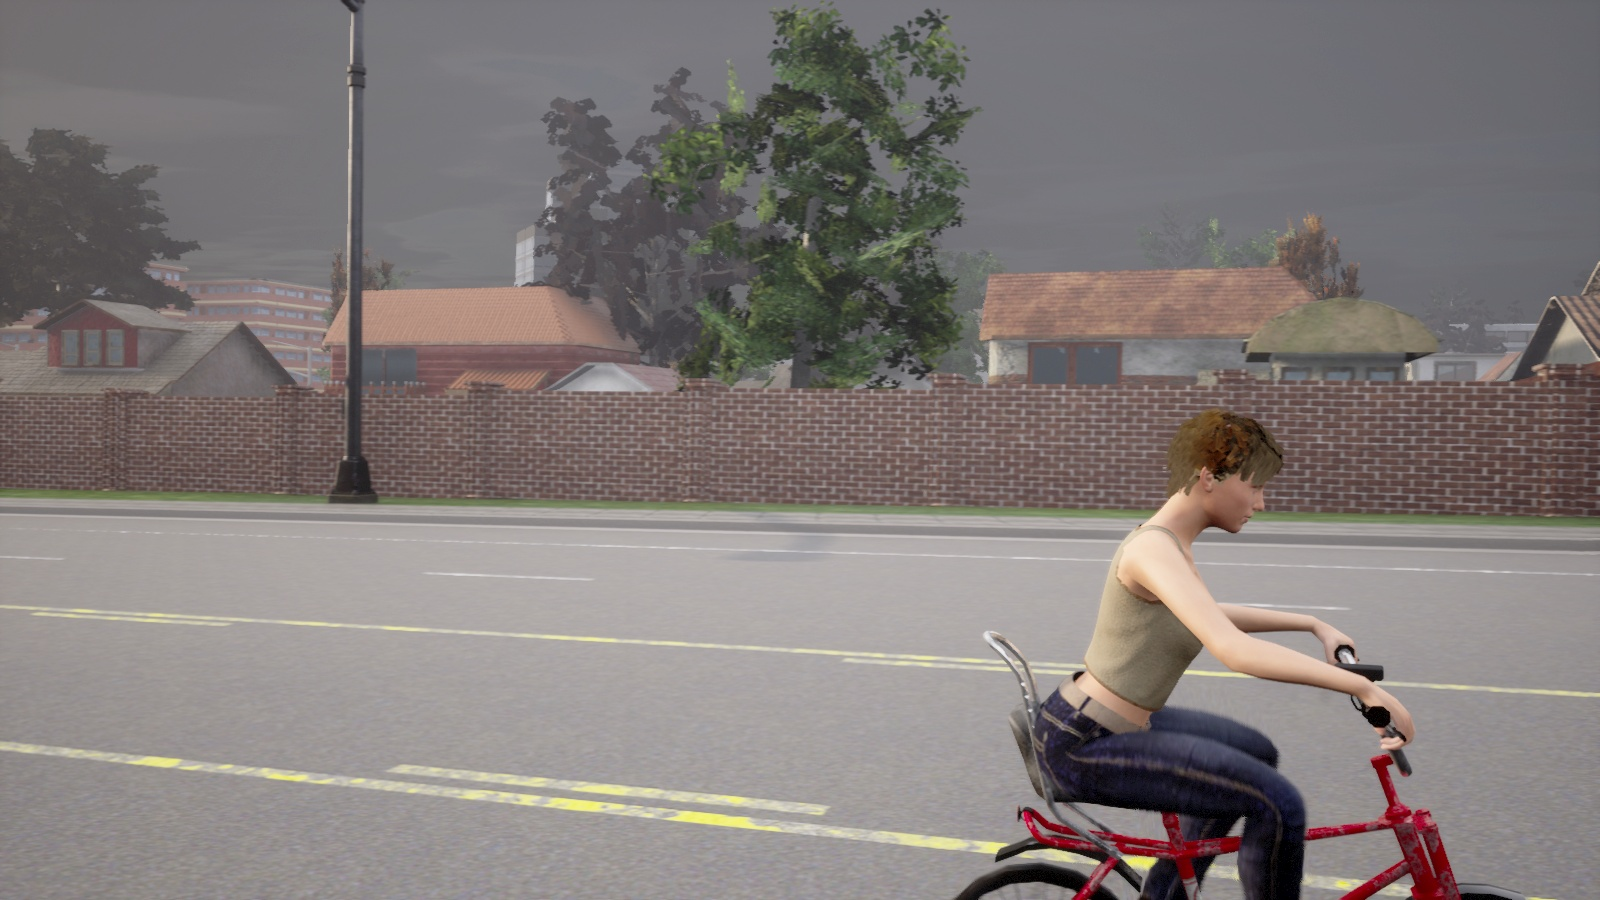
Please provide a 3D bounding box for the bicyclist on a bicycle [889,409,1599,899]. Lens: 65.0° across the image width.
[{"bbox_3d":[1.042,0.722,2.838,1.509,1.612,0.866,1,1,18],"label":"bicyclist on a bicycle"}]
